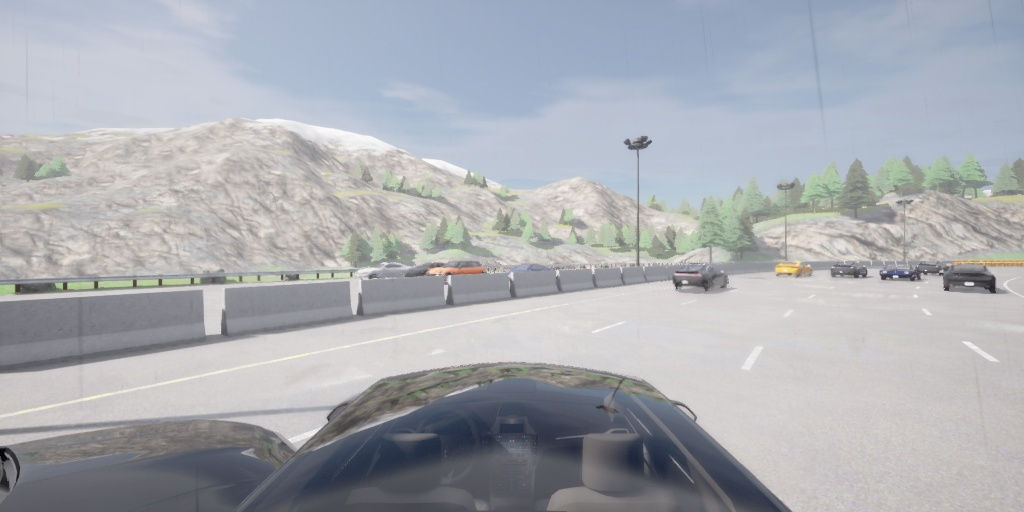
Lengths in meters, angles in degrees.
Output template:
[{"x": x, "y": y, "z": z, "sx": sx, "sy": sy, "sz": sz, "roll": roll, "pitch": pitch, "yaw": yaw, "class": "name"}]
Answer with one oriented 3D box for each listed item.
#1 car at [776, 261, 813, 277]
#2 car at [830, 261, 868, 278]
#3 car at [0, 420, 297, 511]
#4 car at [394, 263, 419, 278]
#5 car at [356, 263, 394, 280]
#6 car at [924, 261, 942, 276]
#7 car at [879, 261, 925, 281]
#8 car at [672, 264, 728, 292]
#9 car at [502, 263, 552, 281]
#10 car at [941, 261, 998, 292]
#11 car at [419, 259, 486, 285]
[{"x": 27.518, "y": 1.228, "z": 34.903, "sx": 5.008, "sy": 1.535, "sz": 1.882, "roll": 1, "pitch": -1, "yaw": -36, "class": "car"}, {"x": 31.370, "y": 1.241, "z": 33.367, "sx": 4.902, "sy": 1.511, "sz": 2.128, "roll": 0, "pitch": 0, "yaw": -35, "class": "car"}, {"x": -2.983, "y": 1.255, "z": 0.554, "sx": 4.892, "sy": 1.490, "sz": 1.837, "roll": 0, "pitch": 0, "yaw": -45, "class": "car"}, {"x": -6.466, "y": 1.254, "z": 28.560, "sx": 1.837, "sy": 1.490, "sz": 4.892, "roll": 0, "pitch": 0, "yaw": 44, "class": "car"}, {"x": -10.368, "y": 1.275, "z": 29.511, "sx": 1.812, "sy": 1.442, "sz": 4.674, "roll": 0, "pitch": 0, "yaw": 43, "class": "car"}, {"x": 43.308, "y": 1.241, "z": 36.891, "sx": 4.902, "sy": 1.511, "sz": 2.128, "roll": 0, "pitch": 0, "yaw": -31, "class": "car"}, {"x": 32.279, "y": 1.351, "z": 29.742, "sx": 4.718, "sy": 1.301, "sz": 1.895, "roll": 0, "pitch": 0, "yaw": -35, "class": "car"}, {"x": 11.226, "y": 1.241, "z": 21.292, "sx": 4.902, "sy": 1.511, "sz": 2.128, "roll": 0, "pitch": 0, "yaw": -44, "class": "car"}, {"x": 1.129, "y": 1.275, "z": 26.341, "sx": 1.812, "sy": 1.442, "sz": 4.674, "roll": 0, "pitch": 0, "yaw": 45, "class": "car"}, {"x": 27.015, "y": 1.256, "z": 21.256, "sx": 4.892, "sy": 1.490, "sz": 1.837, "roll": -1, "pitch": 0, "yaw": -40, "class": "car"}, {"x": -4.039, "y": 1.102, "z": 26.027, "sx": 2.097, "sy": 1.767, "sz": 4.553, "roll": 0, "pitch": 0, "yaw": 44, "class": "car"}]
